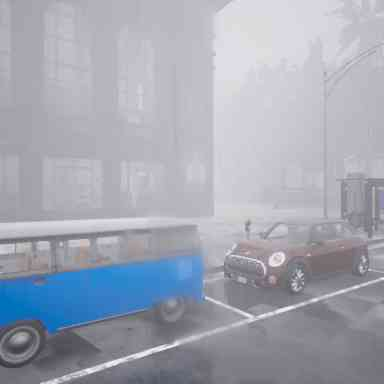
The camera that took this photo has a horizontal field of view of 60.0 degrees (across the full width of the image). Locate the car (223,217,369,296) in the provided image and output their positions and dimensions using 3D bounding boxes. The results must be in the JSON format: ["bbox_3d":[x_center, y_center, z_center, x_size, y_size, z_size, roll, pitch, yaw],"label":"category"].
[{"bbox_3d":[2.740,1.439,8.600,4.097,1.590,1.967,0,0,-35],"label":"car"}]

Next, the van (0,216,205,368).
[{"bbox_3d":[-1.680,1.341,5.453,3.998,1.788,1.690,0,0,-35],"label":"van"}]
